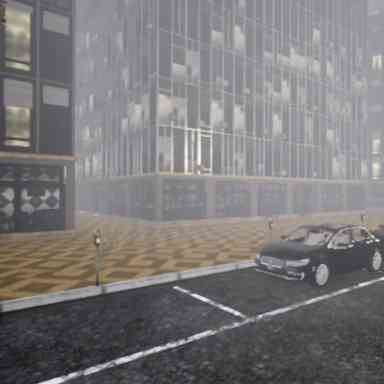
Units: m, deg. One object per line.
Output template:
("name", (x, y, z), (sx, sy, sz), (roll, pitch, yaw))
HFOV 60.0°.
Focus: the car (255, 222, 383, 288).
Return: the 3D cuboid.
("car", (3.636, 1.549, 9.148), (4.403, 1.369, 2.008), (0, 0, -35))
